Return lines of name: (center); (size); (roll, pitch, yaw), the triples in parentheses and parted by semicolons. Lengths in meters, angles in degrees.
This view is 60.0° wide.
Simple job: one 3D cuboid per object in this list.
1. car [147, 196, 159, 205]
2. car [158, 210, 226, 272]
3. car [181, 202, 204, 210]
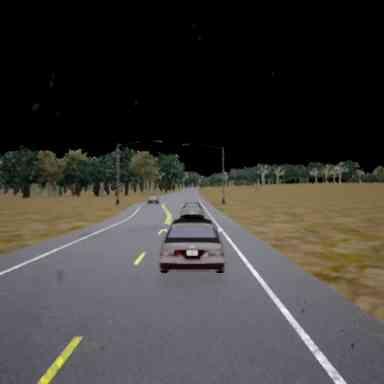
car: (-6.861, 1.391, 59.098); (1.882, 1.535, 5.008); (0, 1, -3)
car: (0.017, 1.546, 10.693); (2.033, 1.411, 5.357); (0, 0, 0)
car: (0.034, 1.558, 28.049); (1.994, 1.385, 4.181); (0, 0, 1)
